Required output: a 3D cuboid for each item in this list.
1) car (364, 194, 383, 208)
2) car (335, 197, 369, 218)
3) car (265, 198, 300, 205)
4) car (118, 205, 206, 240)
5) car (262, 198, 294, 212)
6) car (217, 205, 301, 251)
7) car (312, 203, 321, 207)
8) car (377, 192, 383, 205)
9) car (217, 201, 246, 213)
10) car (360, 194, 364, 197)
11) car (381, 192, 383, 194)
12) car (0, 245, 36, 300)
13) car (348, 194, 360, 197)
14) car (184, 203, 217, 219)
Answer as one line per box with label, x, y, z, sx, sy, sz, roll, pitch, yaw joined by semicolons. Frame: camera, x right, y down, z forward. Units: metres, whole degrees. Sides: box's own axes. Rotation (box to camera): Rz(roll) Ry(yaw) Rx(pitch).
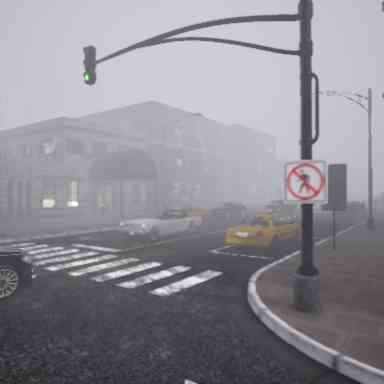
car;23.113;1.269;41.401;2.008;1.369;4.403;0;0;36
car;13.088;1.397;27.561;1.947;1.339;4.313;0;0;36
car;8.206;1.381;30.694;1.837;1.490;4.892;-1;0;36
car;-1.541;1.595;17.246;1.895;1.301;4.718;-1;0;36
car;9.647;1.401;37.095;1.887;1.381;4.507;0;0;36
car;3.163;1.476;13.858;1.752;1.417;4.829;0;0;36
car;16.329;1.333;46.321;2.008;1.369;4.403;0;0;36
car;29.796;0.964;50.627;2.192;1.841;5.009;0;0;36
car;2.963;1.479;27.868;1.887;1.381;4.507;0;0;36
car;36.380;1.165;74.001;1.802;1.307;4.206;0;0;36
car;26.455;1.124;46.014;1.967;1.590;4.097;0;0;36
car;-5.589;1.560;6.376;2.128;1.511;4.902;-1;0;36
car;33.038;1.180;69.387;1.947;1.339;4.313;0;0;36
car;-0.479;1.501;23.116;1.752;1.417;4.829;0;0;36
